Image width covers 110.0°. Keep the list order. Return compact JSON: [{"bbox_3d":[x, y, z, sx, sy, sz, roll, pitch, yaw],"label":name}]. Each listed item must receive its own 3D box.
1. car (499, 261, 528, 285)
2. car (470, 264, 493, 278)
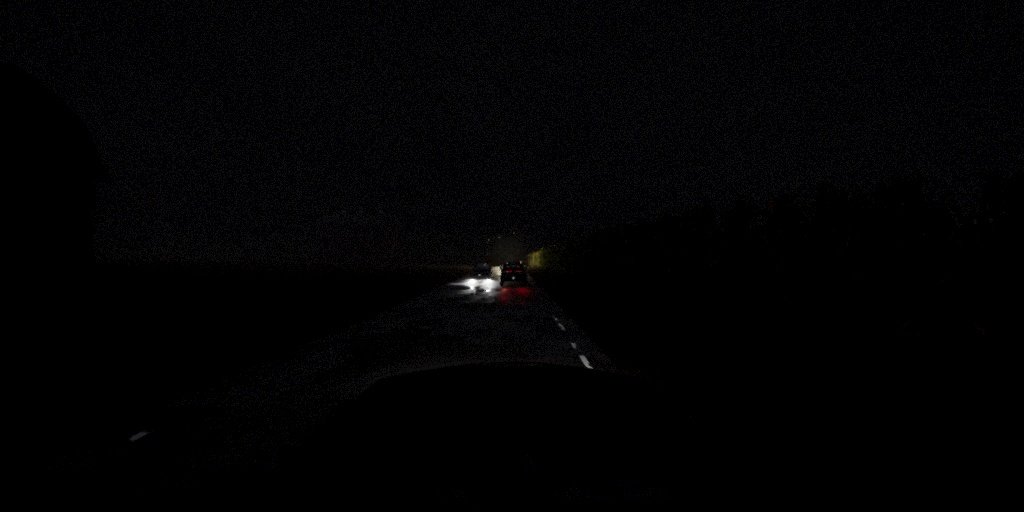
[{"bbox_3d":[0.099,1.230,25.635,2.128,1.511,4.902,0,0,0],"label":"car"},{"bbox_3d":[-2.848,1.376,33.724,1.895,1.301,4.718,0,0,0],"label":"car"}]
